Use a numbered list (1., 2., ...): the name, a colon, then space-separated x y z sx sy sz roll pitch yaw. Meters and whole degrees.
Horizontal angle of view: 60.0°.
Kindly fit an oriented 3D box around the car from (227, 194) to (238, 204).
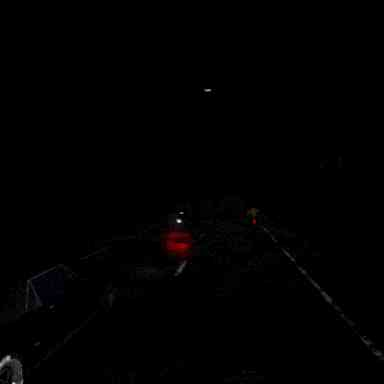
1. car: 7.712 1.601 62.593 1.994 1.385 4.181 0 0 7

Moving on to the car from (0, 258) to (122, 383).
1. car: -2.578 1.604 4.758 1.895 1.301 4.718 0 0 7

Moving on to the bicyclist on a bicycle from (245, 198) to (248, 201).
1. bicyclist on a bicycle: 4.438 1.386 27.137 0.659 1.776 1.843 0 0 7

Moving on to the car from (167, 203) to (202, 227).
1. car: -0.482 1.519 22.672 1.837 1.490 4.892 0 0 7

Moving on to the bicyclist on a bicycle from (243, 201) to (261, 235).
1. bicyclist on a bicycle: 3.339 1.447 17.979 0.866 1.612 1.509 0 0 7
